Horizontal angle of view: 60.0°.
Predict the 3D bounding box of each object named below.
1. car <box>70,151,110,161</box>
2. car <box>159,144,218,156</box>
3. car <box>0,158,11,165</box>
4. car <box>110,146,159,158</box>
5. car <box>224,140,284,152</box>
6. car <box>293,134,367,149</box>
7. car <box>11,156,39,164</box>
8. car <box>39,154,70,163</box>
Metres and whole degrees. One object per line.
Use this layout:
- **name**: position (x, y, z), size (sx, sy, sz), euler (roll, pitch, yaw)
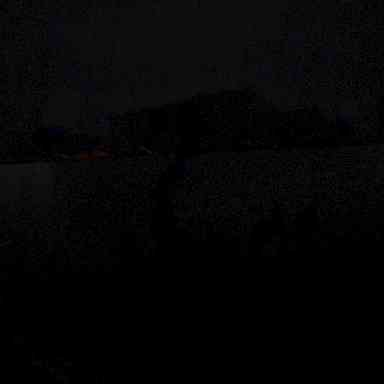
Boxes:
- **car**: position (-9.791, -3.489, 34.153), size (5.008, 1.535, 2.097), euler (1, 0, 32)
- **car**: position (-0.047, -3.363, 28.528), size (4.792, 1.488, 2.163), euler (1, 0, 29)
- **car**: position (-23.711, -3.603, 43.222), size (4.892, 1.521, 2.231), euler (0, 0, 34)
- **car**: position (-5.039, -3.567, 31.334), size (4.553, 1.767, 2.185), euler (1, 0, 31)
- **car**: position (4.816, -3.306, 25.917), size (4.674, 1.452, 2.002), euler (1, 0, 28)
- **car**: position (9.646, -3.297, 23.455), size (4.892, 1.521, 2.231), euler (1, 0, 27)
- **car**: position (-19.147, -3.579, 40.118), size (4.892, 1.521, 2.231), euler (0, 0, 34)
- **car**: position (-14.501, -3.497, 37.086), size (4.674, 1.452, 2.002), euler (1, 0, 33)
